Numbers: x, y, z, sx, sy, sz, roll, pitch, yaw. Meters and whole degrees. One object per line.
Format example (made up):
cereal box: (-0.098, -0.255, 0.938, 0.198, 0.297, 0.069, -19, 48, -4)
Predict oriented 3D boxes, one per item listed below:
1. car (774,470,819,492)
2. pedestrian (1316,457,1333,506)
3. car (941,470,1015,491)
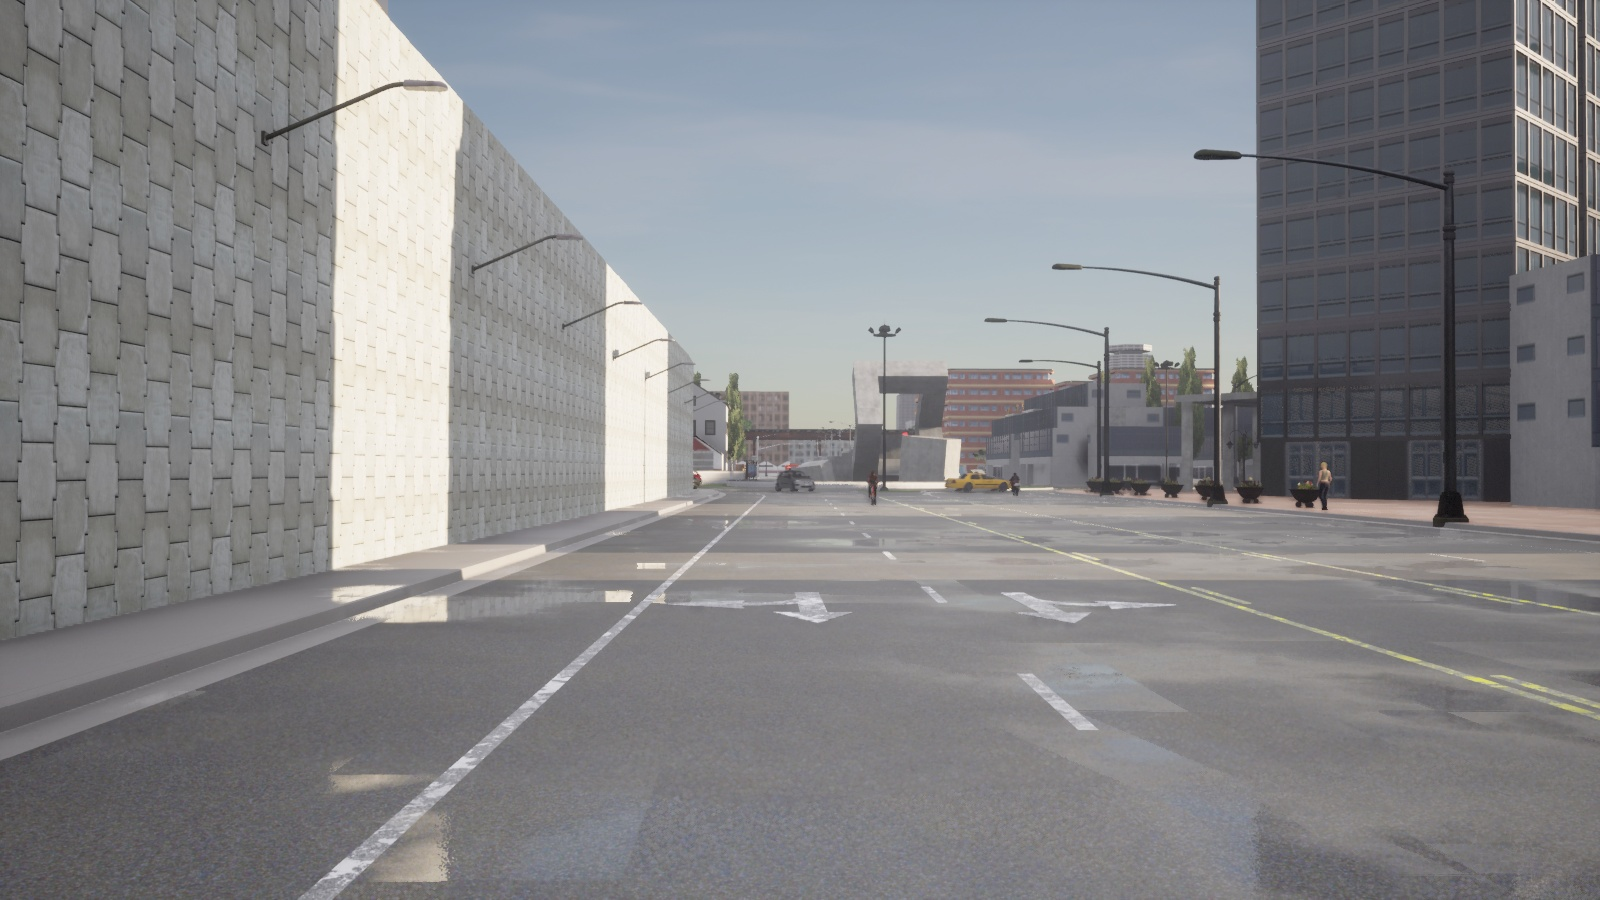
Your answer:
car: (-0.294, 2.294, 94.322, 1.851, 1.617, 3.988, 0, -1, -25)
pedestrian: (19.850, 1.187, 47.549, 0.345, 1.836, 0.594, 0, -1, -5)
car: (13.715, 2.317, 96.606, 5.366, 1.575, 1.801, 0, -1, -16)
